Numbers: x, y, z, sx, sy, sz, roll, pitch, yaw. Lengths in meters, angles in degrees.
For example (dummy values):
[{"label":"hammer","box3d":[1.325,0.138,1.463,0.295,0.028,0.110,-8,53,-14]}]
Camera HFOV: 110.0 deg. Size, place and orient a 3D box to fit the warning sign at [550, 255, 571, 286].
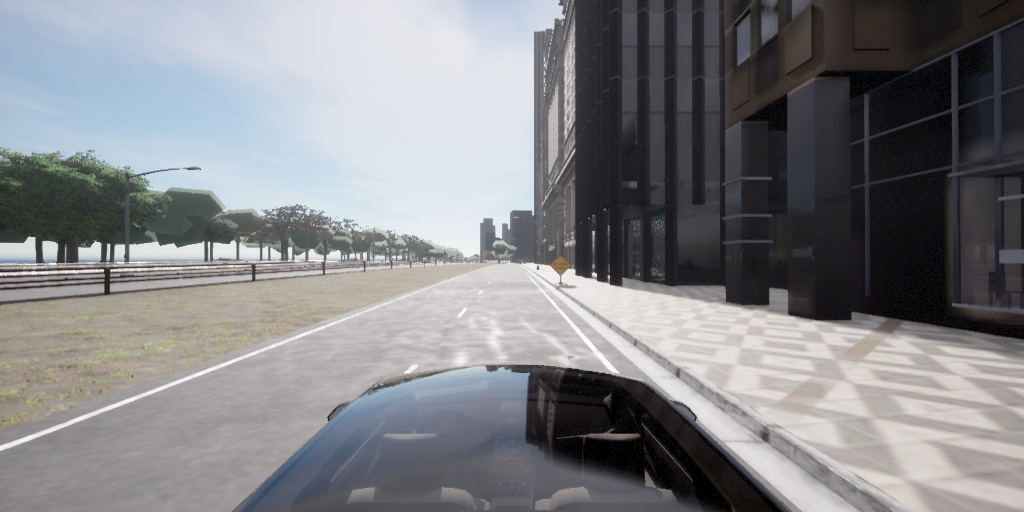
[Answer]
[{"label":"warning sign","box3d":[3.049,0.890,22.448,1.300,1.860,1.060,0,0,0]}]
